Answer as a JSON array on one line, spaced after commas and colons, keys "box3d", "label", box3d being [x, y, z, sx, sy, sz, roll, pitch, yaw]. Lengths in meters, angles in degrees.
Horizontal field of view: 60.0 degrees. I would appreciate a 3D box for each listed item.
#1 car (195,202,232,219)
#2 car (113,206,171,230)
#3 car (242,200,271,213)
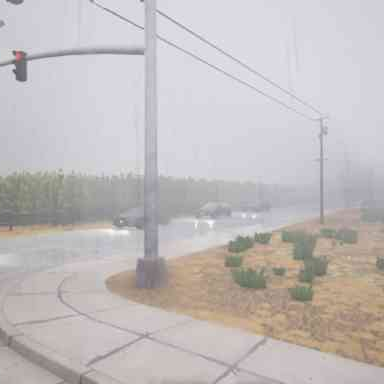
[{"box3d": [2.095, 1.617, 30.523, 1.812, 1.442, 4.674, 0, 0, 33], "label": "car"}, {"box3d": [-3.273, 1.653, 22.203, 1.994, 1.385, 4.181, 0, 0, 33], "label": "car"}, {"box3d": [7.731, 1.640, 39.299, 2.033, 1.411, 5.357, 0, 0, 33], "label": "car"}]
